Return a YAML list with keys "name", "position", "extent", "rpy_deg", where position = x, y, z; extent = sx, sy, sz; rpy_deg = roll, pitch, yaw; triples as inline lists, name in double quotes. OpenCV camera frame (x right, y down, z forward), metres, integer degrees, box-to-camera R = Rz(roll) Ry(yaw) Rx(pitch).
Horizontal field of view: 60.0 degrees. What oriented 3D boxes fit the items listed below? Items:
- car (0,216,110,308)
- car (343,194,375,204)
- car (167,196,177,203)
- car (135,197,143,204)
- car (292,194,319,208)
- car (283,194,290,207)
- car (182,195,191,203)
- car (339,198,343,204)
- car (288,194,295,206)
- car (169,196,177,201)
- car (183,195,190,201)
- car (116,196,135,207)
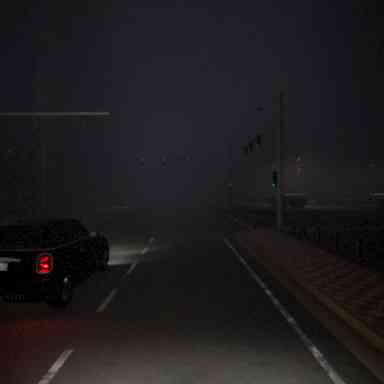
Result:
- name: "car"
  position: [-3.494, 1.378, 8.138]
  extent: [2.097, 1.767, 4.553]
  rpy_deg: [0, 0, 0]
- name: "car"
  position: [35.735, 1.436, 71.229]
  extent: [4.605, 1.855, 1.932]
  rpy_deg: [0, 0, 0]
- name: "car"
  position: [-4.718, 1.600, 76.638]
  extent: [2.097, 1.767, 4.553]
  rpy_deg: [0, 0, -1]
- name: "car"
  position: [-11.660, 1.768, 71.943]
  extent: [2.033, 1.411, 5.357]
  rpy_deg: [0, 0, -1]
- name: "car"
  position: [20.784, 1.643, 60.018]
  extent: [3.806, 1.475, 1.970]
  rpy_deg: [0, 0, 0]
- name: "car"
  position: [20.704, 1.418, 65.596]
  extent: [4.605, 1.855, 1.932]
  rpy_deg: [0, 0, 0]
- name: "car"
  position: [-1.218, 1.600, 76.682]
  extent: [2.097, 1.767, 4.553]
  rpy_deg: [0, 0, -1]
- name: "car"
  position: [35.783, 1.656, 74.126]
  extent: [3.905, 1.438, 1.784]
  rpy_deg: [0, 0, 0]
- name: "car"
  position: [20.769, 1.620, 62.913]
  extent: [3.905, 1.438, 1.784]
  rpy_deg: [0, 0, 0]
- name: "car"
  position: [-4.844, 1.734, 86.796]
  extent: [1.895, 1.301, 4.718]
  rpy_deg: [0, 0, -1]
- name: "car"
  position: [-1.344, 1.639, 86.810]
  extent: [1.837, 1.490, 4.892]
  rpy_deg: [0, 0, -1]
- name: "car"
  position: [-11.517, 1.532, 56.467]
  extent: [2.097, 1.767, 4.553]
  rpy_deg: [0, 0, 0]
